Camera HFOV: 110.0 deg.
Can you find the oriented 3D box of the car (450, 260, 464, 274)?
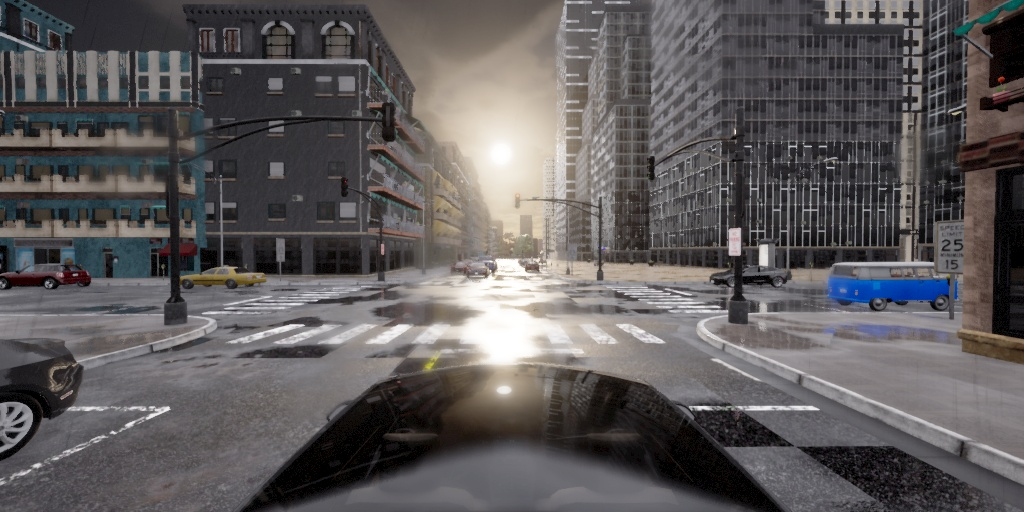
[{"bbox_3d":[-5.780,1.289,40.245,1.888,1.381,4.507,0,0,0],"label":"car"}]

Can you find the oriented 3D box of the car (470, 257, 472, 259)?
[{"bbox_3d":[-5.794,1.184,45.893,1.967,1.591,4.097,0,0,0],"label":"car"}]

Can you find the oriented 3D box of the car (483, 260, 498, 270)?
[{"bbox_3d":[-3.206,1.309,54.101,1.994,1.385,4.181,0,0,0],"label":"car"}]

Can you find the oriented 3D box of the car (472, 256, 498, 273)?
[{"bbox_3d":[-3.193,0.966,44.127,2.150,2.045,5.566,0,0,0],"label":"car"}]

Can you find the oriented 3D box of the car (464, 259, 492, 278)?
[{"bbox_3d":[-3.174,1.270,34.221,1.812,1.442,4.674,0,0,0],"label":"car"}]

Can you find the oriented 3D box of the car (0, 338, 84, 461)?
[{"bbox_3d":[-5.692,1.300,2.178,2.007,1.370,4.403,0,0,0],"label":"car"}]

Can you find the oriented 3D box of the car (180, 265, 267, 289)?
[{"bbox_3d":[-17.930,1.247,22.133,4.829,1.417,1.751,0,0,0],"label":"car"}]

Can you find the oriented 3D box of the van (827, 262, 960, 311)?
[{"bbox_3d":[14.661,1.117,13.882,3.998,1.789,1.690,0,0,0],"label":"van"}]

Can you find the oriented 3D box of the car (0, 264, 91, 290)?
[{"bbox_3d":[-28.827,1.190,22.090,4.097,1.591,1.967,0,0,0],"label":"car"}]

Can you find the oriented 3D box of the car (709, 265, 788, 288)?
[{"bbox_3d":[14.628,1.215,22.262,4.313,1.339,1.948,0,0,0],"label":"car"}]

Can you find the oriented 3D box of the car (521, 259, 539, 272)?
[{"bbox_3d":[2.554,1.289,45.970,1.888,1.381,4.507,0,0,0],"label":"car"}]
